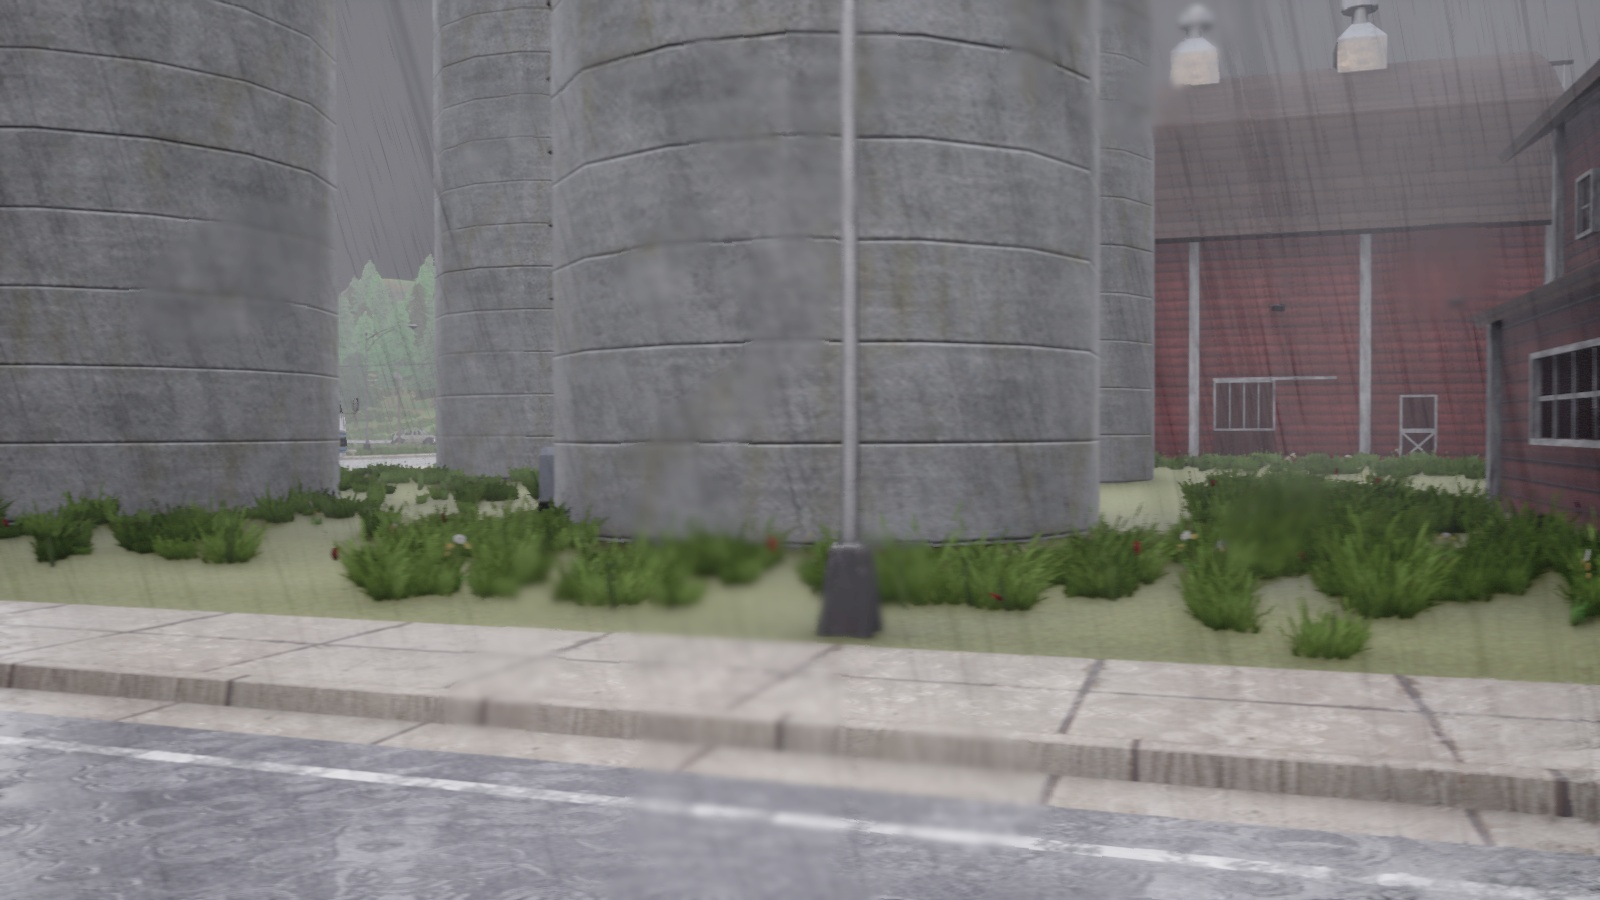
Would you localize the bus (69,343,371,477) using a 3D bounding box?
[{"bbox_3d":[-20.327,-1.353,45.139,3.944,4.253,10.273,1,1,18],"label":"bus"}]
